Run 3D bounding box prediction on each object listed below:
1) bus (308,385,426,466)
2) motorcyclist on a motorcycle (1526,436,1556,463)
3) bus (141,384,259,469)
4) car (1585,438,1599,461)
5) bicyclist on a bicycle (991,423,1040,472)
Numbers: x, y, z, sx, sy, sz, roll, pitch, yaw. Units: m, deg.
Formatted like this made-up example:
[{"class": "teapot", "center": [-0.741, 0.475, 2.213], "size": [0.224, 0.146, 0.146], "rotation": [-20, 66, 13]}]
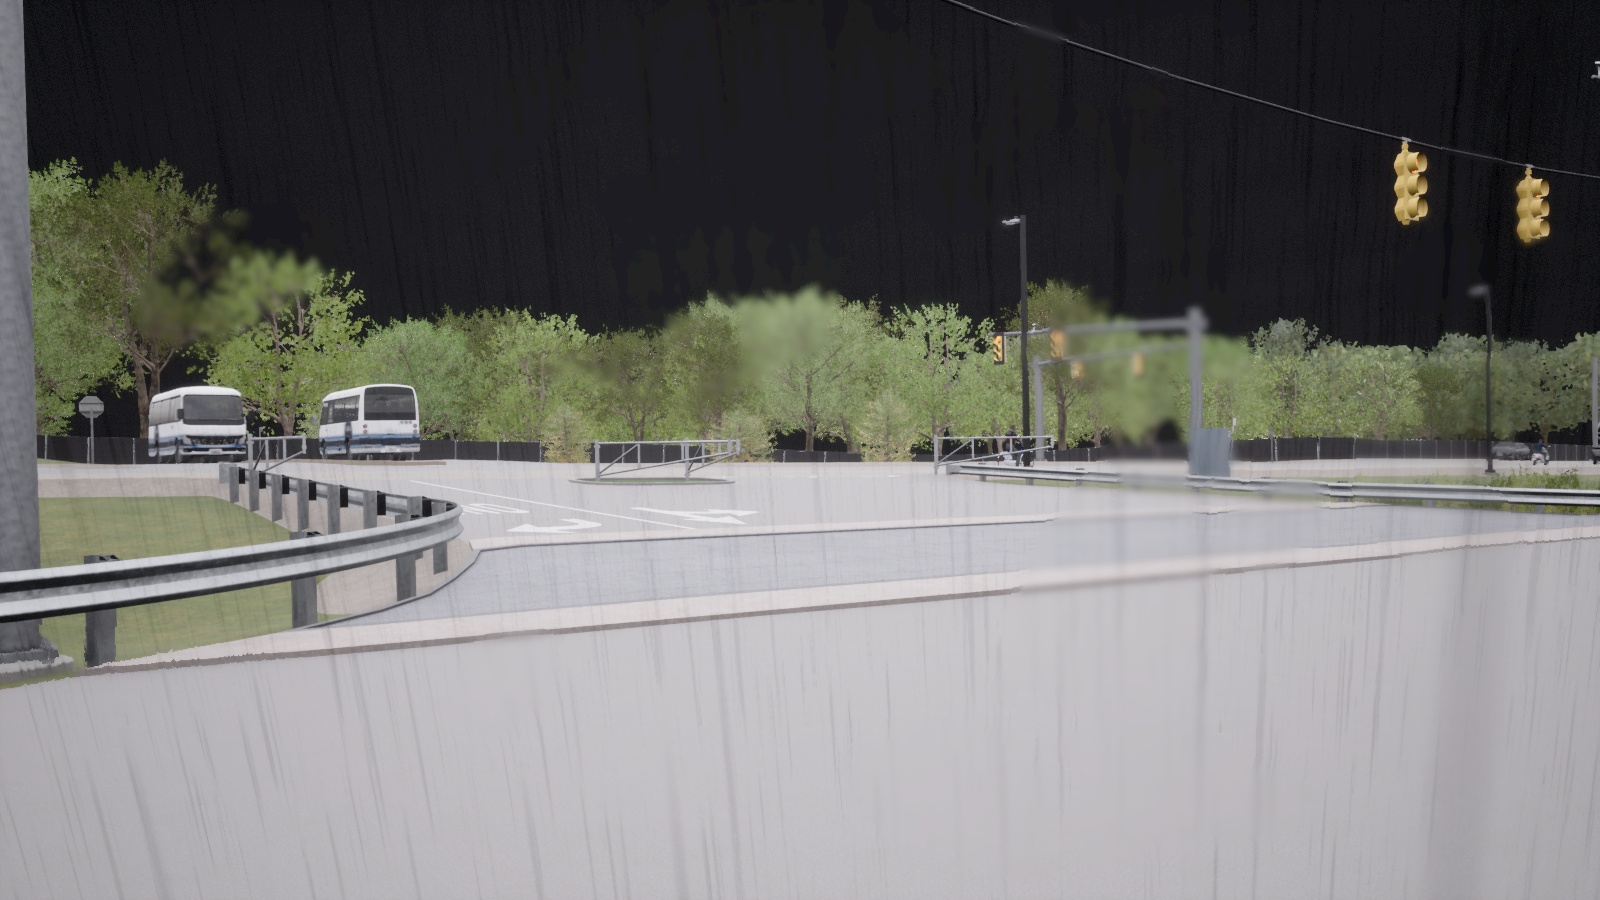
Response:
[{"class": "bus", "center": [-25.141, -1.285, 72.470], "size": [3.944, 4.253, 10.273], "rotation": [-1, 0, -33]}, {"class": "motorcyclist on a motorcycle", "center": [44.555, -0.035, 75.495], "size": [1.817, 1.590, 0.866], "rotation": [0, 0, -34]}, {"class": "bus", "center": [-33.465, -1.165, 69.727], "size": [3.944, 4.253, 10.273], "rotation": [-1, -1, -37]}, {"class": "car", "center": [53.150, -0.039, 81.303], "size": [4.902, 1.511, 2.128], "rotation": [0, 0, -34]}, {"class": "bicyclist on a bicycle", "center": [8.009, -0.103, 46.571], "size": [1.843, 1.776, 0.659], "rotation": [0, 0, -34]}]
